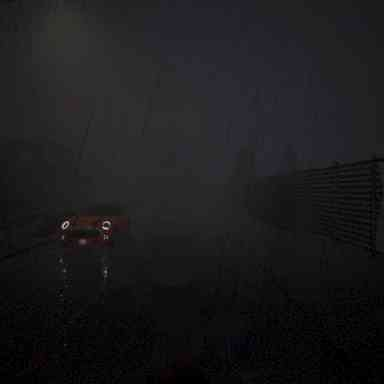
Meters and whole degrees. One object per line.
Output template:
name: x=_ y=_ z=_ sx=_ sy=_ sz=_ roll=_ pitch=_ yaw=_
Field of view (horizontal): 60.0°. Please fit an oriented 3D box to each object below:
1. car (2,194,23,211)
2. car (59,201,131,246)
car: x=-17.286 y=0.952 z=29.857 sx=3.633 sy=1.501 sz=1.845 roll=0 pitch=0 yaw=0
car: x=-4.077 y=1.262 z=14.687 sx=2.097 sy=1.767 sz=4.553 roll=0 pitch=0 yaw=0
